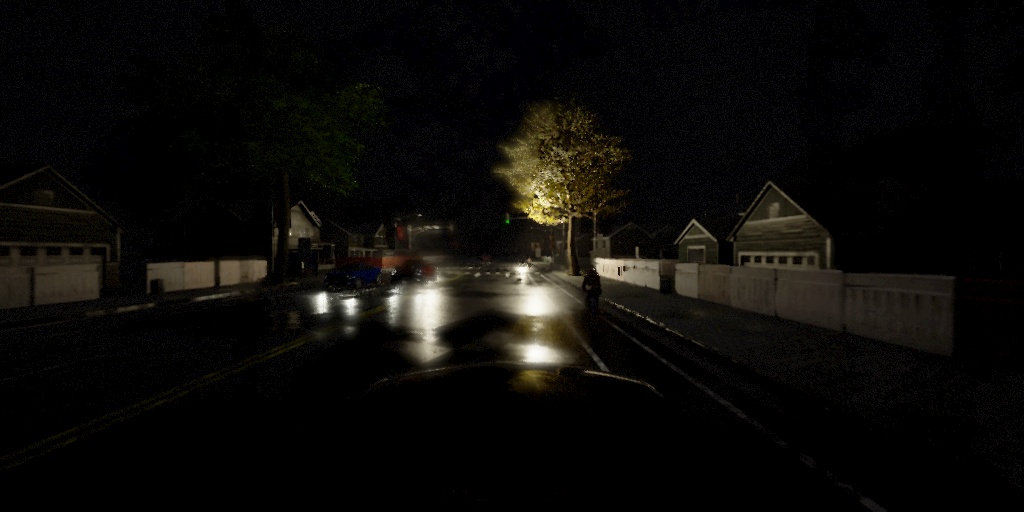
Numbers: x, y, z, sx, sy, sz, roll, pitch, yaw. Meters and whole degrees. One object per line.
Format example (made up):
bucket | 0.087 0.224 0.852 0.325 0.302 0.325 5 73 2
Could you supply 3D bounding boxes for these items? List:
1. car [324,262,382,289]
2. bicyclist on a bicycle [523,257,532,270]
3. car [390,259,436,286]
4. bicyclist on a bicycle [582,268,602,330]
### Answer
car | -9.842 1.141 22.527 1.882 1.535 5.008 0 0 0
bicyclist on a bicycle | 2.229 0.999 45.729 0.866 1.612 1.509 1 0 0
car | -6.585 1.007 24.274 2.097 1.767 4.553 0 0 0
bicyclist on a bicycle | 2.241 1.169 10.032 0.582 1.620 1.656 0 0 0
